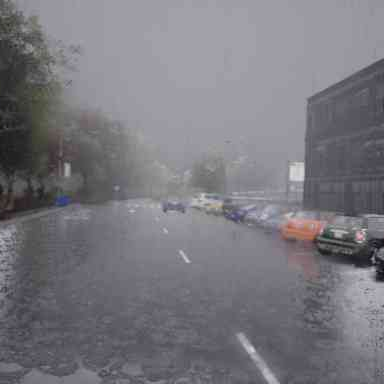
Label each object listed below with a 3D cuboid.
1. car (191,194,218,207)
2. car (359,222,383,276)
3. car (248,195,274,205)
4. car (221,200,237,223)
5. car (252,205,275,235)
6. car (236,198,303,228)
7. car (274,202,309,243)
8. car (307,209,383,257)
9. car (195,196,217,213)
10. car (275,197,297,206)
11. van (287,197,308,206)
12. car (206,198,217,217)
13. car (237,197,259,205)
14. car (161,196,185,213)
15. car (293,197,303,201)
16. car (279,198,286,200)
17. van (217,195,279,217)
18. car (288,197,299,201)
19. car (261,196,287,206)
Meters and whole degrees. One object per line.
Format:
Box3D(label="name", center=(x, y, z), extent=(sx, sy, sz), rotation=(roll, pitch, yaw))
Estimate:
Box3D(label="car", center=(2.603, 1.287, 39.380), extent=(5.566, 2.045, 2.435), rotation=(3, 0, -30))
Box3D(label="car", center=(7.455, 1.813, 9.704), extent=(4.792, 1.488, 2.163), rotation=(3, 0, -29))
Box3D(label="car", center=(15.485, 1.820, 75.117), extent=(2.435, 2.045, 5.566), rotation=(2, -1, -31))
Box3D(label="car", center=(5.038, 1.658, 24.544), extent=(5.008, 1.535, 2.097), rotation=(3, 0, -29))
Box3D(label="car", center=(6.022, 1.747, 18.614), extent=(4.674, 1.452, 2.002), rotation=(3, 0, -29))
Box3D(label="car", center=(5.574, 1.559, 21.587), extent=(4.553, 1.767, 2.185), rotation=(3, 0, -29))
Box3D(label="car", center=(6.484, 1.605, 15.639), extent=(4.553, 1.767, 2.185), rotation=(3, 0, -29))
Box3D(label="car", center=(6.969, 1.631, 12.678), extent=(4.553, 1.767, 2.185), rotation=(3, 0, -29))
Box3D(label="car", center=(3.406, 1.573, 33.339), extent=(5.366, 1.575, 1.946), rotation=(3, 0, -30))
Box3D(label="car", center=(21.421, 2.203, 76.275), extent=(2.185, 1.767, 4.553), rotation=(3, -1, -31))
Box3D(label="van", center=(24.338, 2.230, 76.914), extent=(1.878, 1.987, 4.442), rotation=(2, -1, -31))
Box3D(label="car", center=(4.066, 1.650, 30.467), extent=(4.674, 1.452, 2.002), rotation=(3, 0, -30))
Box3D(label="car", center=(12.508, 1.972, 74.540), extent=(2.163, 1.488, 4.792), rotation=(2, -1, -31))
Box3D(label="car", center=(-2.063, 1.208, 35.099), extent=(2.097, 1.767, 4.553), rotation=(2, 0, -9))
Box3D(label="car", center=(18.522, 1.963, 58.443), extent=(2.435, 2.045, 5.566), rotation=(2, 1, -31))
Box3D(label="car", center=(12.758, 1.714, 57.284), extent=(2.435, 2.045, 5.566), rotation=(2, 1, -31))
Box3D(label="van", center=(4.667, 1.414, 27.567), extent=(4.442, 1.987, 1.878), rotation=(3, 0, -29))
Box3D(label="car", center=(15.600, 2.117, 57.877), extent=(2.163, 1.488, 4.792), rotation=(2, 1, -31))
Box3D(label="car", center=(18.495, 1.950, 75.656), extent=(2.435, 2.045, 5.566), rotation=(3, -1, -31))
